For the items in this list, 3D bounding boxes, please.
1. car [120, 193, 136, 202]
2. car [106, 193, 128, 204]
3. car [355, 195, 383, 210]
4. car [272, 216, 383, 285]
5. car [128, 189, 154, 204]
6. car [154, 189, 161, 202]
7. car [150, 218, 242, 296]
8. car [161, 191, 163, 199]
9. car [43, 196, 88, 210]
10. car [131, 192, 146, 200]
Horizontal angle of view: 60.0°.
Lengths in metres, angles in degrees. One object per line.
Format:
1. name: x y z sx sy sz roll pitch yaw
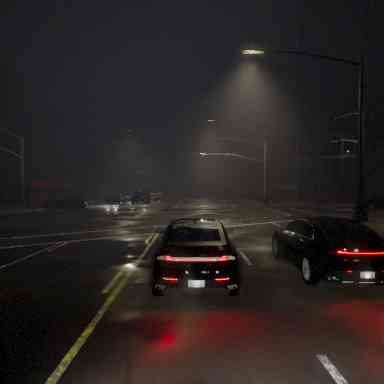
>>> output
1. car: -10.722 0.881 56.050 1.812 1.442 4.674 0 0 0
2. car: -10.702 0.898 46.785 2.128 1.511 4.902 0 0 0
3. car: 19.033 1.038 33.432 4.892 1.490 1.837 0 1 0
4. car: 3.578 1.415 9.209 1.837 1.490 4.892 0 1 0
5. car: -7.191 0.626 47.450 2.150 2.045 5.566 0 0 1
6. car: -7.216 0.572 57.484 2.150 2.045 5.566 0 0 0
7. car: 0.074 1.409 8.413 2.128 1.511 4.902 0 1 0
8. car: -7.206 0.541 67.920 2.150 2.045 5.566 0 0 0
9. car: -12.771 1.112 33.607 4.181 1.385 1.994 0 1 0
10. car: -10.715 0.815 66.453 2.128 1.511 4.902 0 0 0
